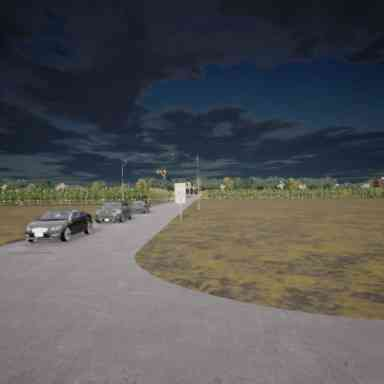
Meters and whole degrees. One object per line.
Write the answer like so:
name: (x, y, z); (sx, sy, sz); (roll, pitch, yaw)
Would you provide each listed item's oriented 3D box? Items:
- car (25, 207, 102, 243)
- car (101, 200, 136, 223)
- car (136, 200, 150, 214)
car: (-6.696, 1.638, 17.245); (2.128, 1.511, 4.902); (-2, 0, 3)
car: (-6.357, 1.536, 27.264); (2.097, 1.767, 4.553); (-2, 0, 2)
car: (-6.007, 1.745, 38.209); (1.837, 1.490, 4.892); (-2, 0, 2)
